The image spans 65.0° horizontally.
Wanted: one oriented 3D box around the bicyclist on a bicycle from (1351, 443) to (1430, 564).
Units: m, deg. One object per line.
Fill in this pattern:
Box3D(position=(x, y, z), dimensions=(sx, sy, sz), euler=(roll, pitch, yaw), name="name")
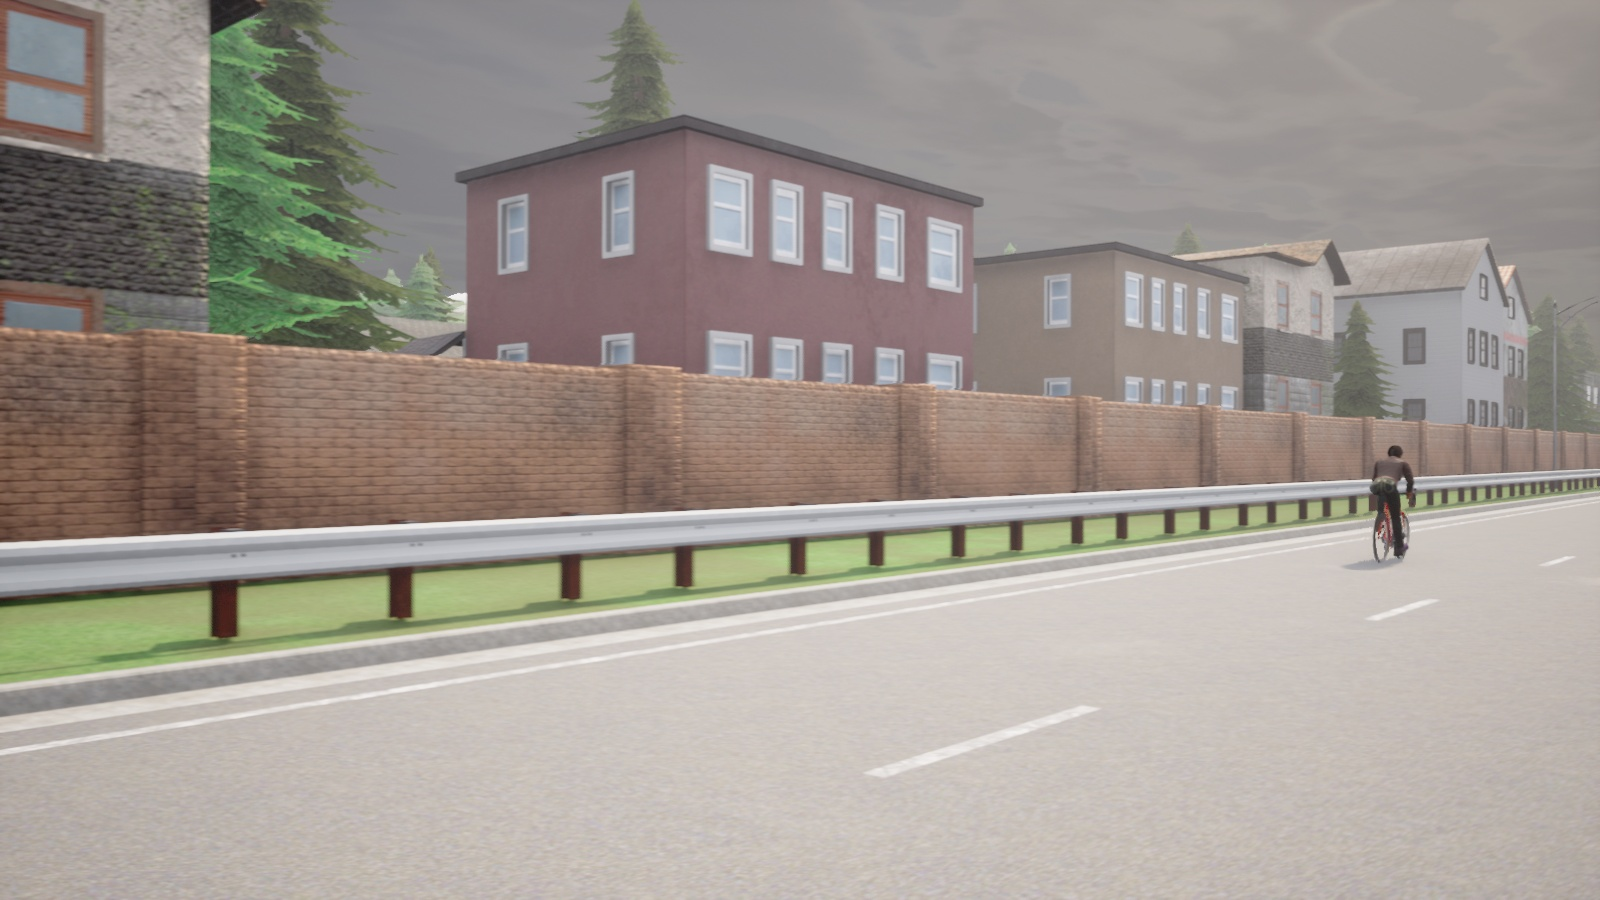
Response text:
Box3D(position=(8.275, 0.723, 17.574), dimensions=(0.582, 1.620, 1.656), euler=(0, -1, 41), name="bicyclist on a bicycle")
